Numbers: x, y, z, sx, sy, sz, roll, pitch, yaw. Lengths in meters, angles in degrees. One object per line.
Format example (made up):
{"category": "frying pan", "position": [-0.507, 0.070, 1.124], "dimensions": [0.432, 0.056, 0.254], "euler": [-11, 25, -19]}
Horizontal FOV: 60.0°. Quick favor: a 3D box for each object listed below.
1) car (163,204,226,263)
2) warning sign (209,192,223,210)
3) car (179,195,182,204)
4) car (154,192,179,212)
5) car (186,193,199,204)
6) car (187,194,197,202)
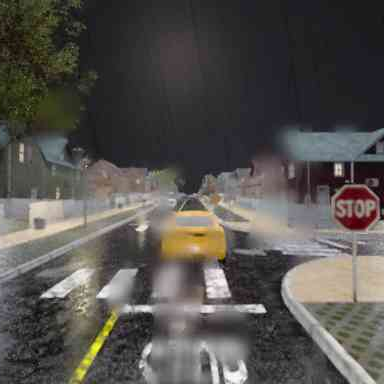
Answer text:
{"category": "car", "position": [0.080, 1.413, 11.795], "dimensions": [1.882, 1.535, 5.008], "euler": [0, 1, 0]}
{"category": "warning sign", "position": [2.486, 0.954, 34.631], "dimensions": [1.300, 1.860, 1.060], "euler": [-2, -1, 0]}
{"category": "car", "position": [-2.783, 1.260, 58.718], "dimensions": [1.837, 1.490, 4.892], "euler": [0, 0, 0]}
{"category": "car", "position": [-2.851, 1.050, 36.331], "dimensions": [2.150, 2.045, 5.566], "euler": [0, 0, 0]}
{"category": "car", "position": [0.047, 1.260, 57.878], "dimensions": [1.837, 1.490, 4.892], "euler": [0, 0, 0]}
{"category": "car", "position": [-0.008, 1.221, 67.814], "dimensions": [2.128, 1.511, 4.902], "euler": [0, 0, 0]}
